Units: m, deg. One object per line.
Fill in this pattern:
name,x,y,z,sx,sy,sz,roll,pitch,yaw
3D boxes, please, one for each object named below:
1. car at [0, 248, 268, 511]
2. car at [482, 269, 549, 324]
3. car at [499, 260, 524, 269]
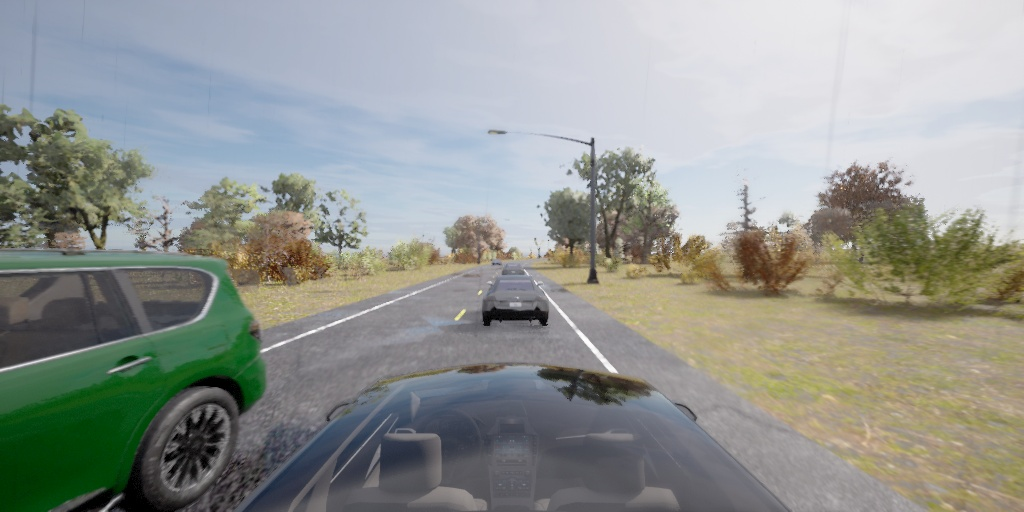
car,-3.601,0.972,1.392,2.150,2.045,5.566,0,0,0
car,0.100,1.311,11.897,1.994,1.385,4.181,0,0,0
car,0.103,1.307,31.969,1.994,1.385,4.181,0,0,0
